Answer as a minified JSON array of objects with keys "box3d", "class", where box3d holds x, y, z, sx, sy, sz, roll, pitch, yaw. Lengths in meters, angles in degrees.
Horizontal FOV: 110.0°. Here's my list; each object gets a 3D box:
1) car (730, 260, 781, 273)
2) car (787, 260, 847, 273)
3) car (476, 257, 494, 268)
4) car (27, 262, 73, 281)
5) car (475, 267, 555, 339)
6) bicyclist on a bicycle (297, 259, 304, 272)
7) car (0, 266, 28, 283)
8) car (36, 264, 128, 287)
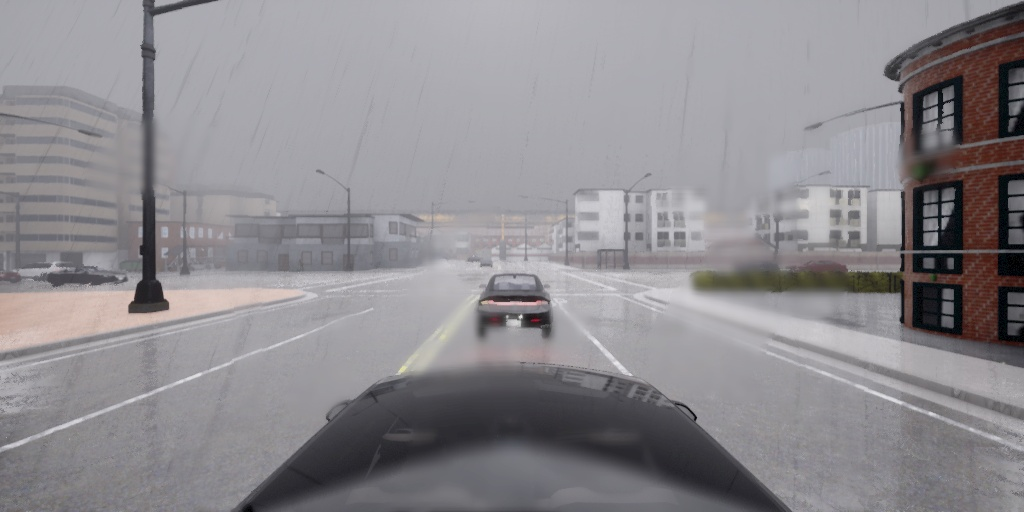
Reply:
[{"box3d":[26.492,1.211,39.126,4.902,1.511,2.128,0,0,2],"class":"car"},{"box3d":[30.092,1.200,35.493,5.008,1.535,1.882,0,0,3],"class":"car"},{"box3d":[-3.681,1.012,52.893,2.033,1.411,5.357,0,1,-2],"class":"car"},{"box3d":[-50.143,1.675,38.370,5.566,2.045,2.150,-1,0,-1],"class":"car"},{"box3d":[0.078,1.235,10.086,2.128,1.511,4.902,0,0,0],"class":"car"},{"box3d":[-26.390,1.233,44.768,0.582,1.620,1.656,-1,0,-1],"class":"bicyclist on a bicycle"},{"box3d":[-50.881,1.998,34.860,4.674,1.442,1.812,-1,0,-1],"class":"car"},{"box3d":[-33.197,1.585,28.128,4.902,1.511,2.128,-1,0,-1],"class":"car"}]
